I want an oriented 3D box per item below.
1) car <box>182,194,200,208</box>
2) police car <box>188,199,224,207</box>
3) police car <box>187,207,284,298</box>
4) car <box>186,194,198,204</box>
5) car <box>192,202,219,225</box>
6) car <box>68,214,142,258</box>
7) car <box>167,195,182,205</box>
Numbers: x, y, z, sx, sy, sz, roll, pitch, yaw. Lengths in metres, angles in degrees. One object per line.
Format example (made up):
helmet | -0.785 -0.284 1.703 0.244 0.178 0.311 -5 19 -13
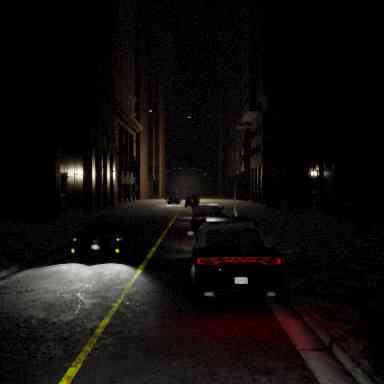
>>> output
car | 0.054 1.295 46.789 2.097 1.767 4.553 0 0 0
police car | 0.915 1.411 18.698 1.930 1.638 5.238 0 0 0
police car | 0.906 1.420 8.696 1.930 1.638 5.238 0 0 0
car | 0.049 1.266 60.082 2.097 1.767 4.553 0 0 0
car | 0.920 1.504 24.588 1.812 1.442 4.674 0 0 0
car | -3.090 1.556 12.575 1.994 1.385 4.181 0 0 0
car | -3.039 1.489 55.402 1.994 1.385 4.181 0 0 0
